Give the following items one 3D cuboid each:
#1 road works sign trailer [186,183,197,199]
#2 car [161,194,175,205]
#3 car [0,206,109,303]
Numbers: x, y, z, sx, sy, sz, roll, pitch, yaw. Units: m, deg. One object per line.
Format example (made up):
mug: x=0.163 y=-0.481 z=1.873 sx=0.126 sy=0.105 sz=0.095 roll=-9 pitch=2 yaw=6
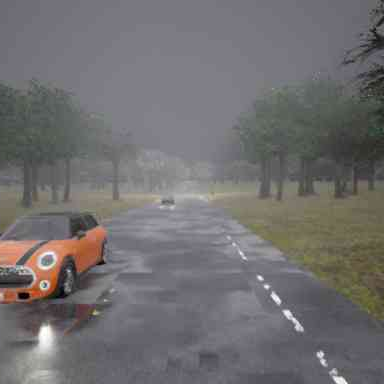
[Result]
road works sign trailer: x=-0.003 y=-0.230 z=72.181 sx=2.380 sy=3.560 sz=2.880 roll=0 pitch=1 yaw=0
car: x=-3.579 y=1.113 z=49.561 sx=1.882 sy=1.535 sz=5.008 roll=0 pitch=1 yaw=0
car: x=-3.601 y=1.315 z=8.349 sx=2.097 sy=1.767 sz=4.553 roll=0 pitch=0 yaw=0
